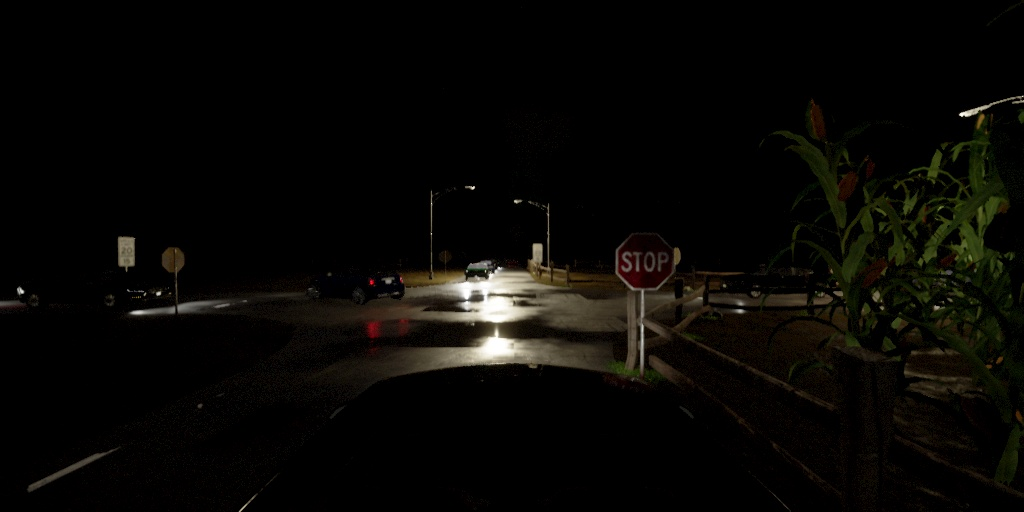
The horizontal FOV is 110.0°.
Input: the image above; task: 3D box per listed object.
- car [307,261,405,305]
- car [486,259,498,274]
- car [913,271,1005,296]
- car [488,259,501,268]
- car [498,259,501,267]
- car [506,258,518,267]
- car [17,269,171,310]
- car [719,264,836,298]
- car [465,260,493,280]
[{"bbox_3d":[-7.046,1.083,16.059,4.553,1.767,2.097,0,1,29],"label":"car"},{"bbox_3d":[-2.905,1.220,39.896,1.994,1.385,4.181,0,0,0],"label":"car"},{"bbox_3d":[22.721,1.228,17.455,5.357,1.411,2.033,0,1,0],"label":"car"},{"bbox_3d":[-2.879,1.202,60.234,1.895,1.301,4.718,0,0,0],"label":"car"},{"bbox_3d":[-2.916,1.121,49.851,2.128,1.511,4.902,0,0,0],"label":"car"},{"bbox_3d":[0.003,1.145,61.668,2.033,1.411,5.357,0,0,-1],"label":"car"},{"bbox_3d":[-16.621,1.274,14.405,4.892,1.490,1.837,0,1,0],"label":"car"},{"bbox_3d":[12.751,1.168,17.381,5.008,1.535,1.882,0,1,-2],"label":"car"},{"bbox_3d":[-2.850,1.284,30.088,1.895,1.301,4.718,0,0,-2],"label":"car"}]
